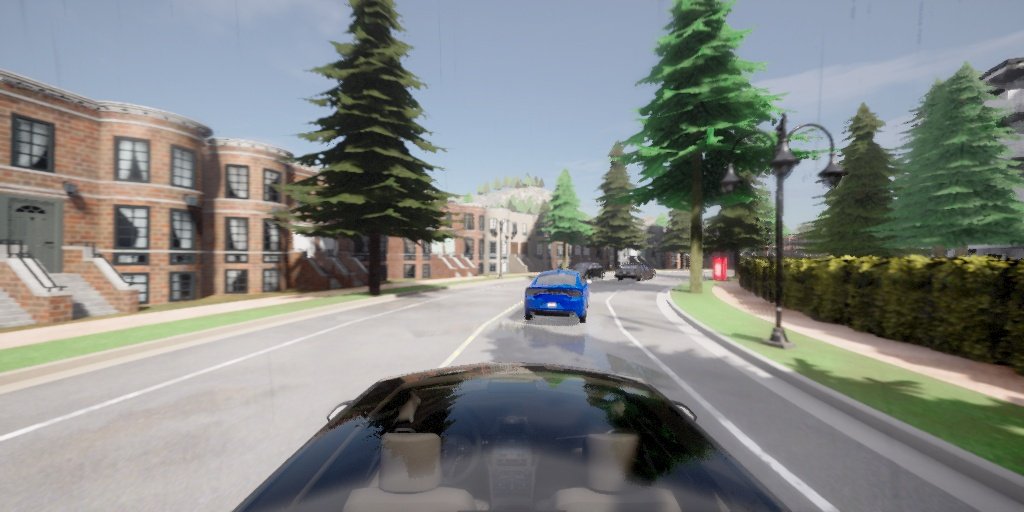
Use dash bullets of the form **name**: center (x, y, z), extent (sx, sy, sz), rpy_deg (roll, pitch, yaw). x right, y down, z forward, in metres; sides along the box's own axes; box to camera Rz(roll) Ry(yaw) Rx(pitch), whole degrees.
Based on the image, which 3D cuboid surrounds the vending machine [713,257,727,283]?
- **vending machine**: center (17.661, 1.092, 30.461), extent (0.880, 2.100, 1.100), rpy_deg (0, 0, -45)

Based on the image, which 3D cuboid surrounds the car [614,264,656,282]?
- **car**: center (10.459, 1.380, 30.230), extent (2.033, 1.411, 5.357), rpy_deg (0, 0, 39)

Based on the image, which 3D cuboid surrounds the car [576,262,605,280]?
- **car**: center (6.310, 1.287, 30.638), extent (2.128, 1.511, 4.902), rpy_deg (0, 0, 37)

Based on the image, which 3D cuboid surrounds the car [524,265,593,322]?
- **car**: center (1.724, 1.239, 12.579), extent (1.882, 1.535, 5.008), rpy_deg (0, 0, 14)
